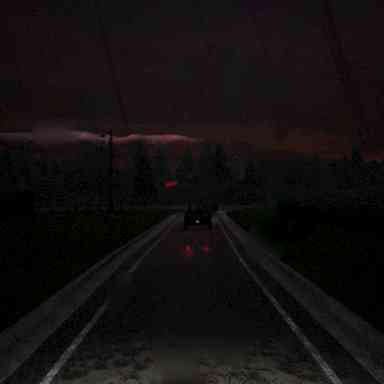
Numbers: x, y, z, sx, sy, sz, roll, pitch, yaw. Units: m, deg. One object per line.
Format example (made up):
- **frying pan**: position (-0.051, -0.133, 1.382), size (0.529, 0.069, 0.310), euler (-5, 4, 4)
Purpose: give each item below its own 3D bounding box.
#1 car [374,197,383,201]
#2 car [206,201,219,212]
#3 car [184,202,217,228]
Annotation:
- **car**: position (47.440, 1.890, 82.617), size (4.553, 1.767, 2.097), euler (0, -1, -23)
- **car**: position (2.134, 1.903, 41.895), size (1.812, 1.442, 4.674), euler (0, -1, 13)
- **car**: position (0.440, 1.708, 23.786), size (2.128, 1.511, 4.902), euler (0, 0, 2)
